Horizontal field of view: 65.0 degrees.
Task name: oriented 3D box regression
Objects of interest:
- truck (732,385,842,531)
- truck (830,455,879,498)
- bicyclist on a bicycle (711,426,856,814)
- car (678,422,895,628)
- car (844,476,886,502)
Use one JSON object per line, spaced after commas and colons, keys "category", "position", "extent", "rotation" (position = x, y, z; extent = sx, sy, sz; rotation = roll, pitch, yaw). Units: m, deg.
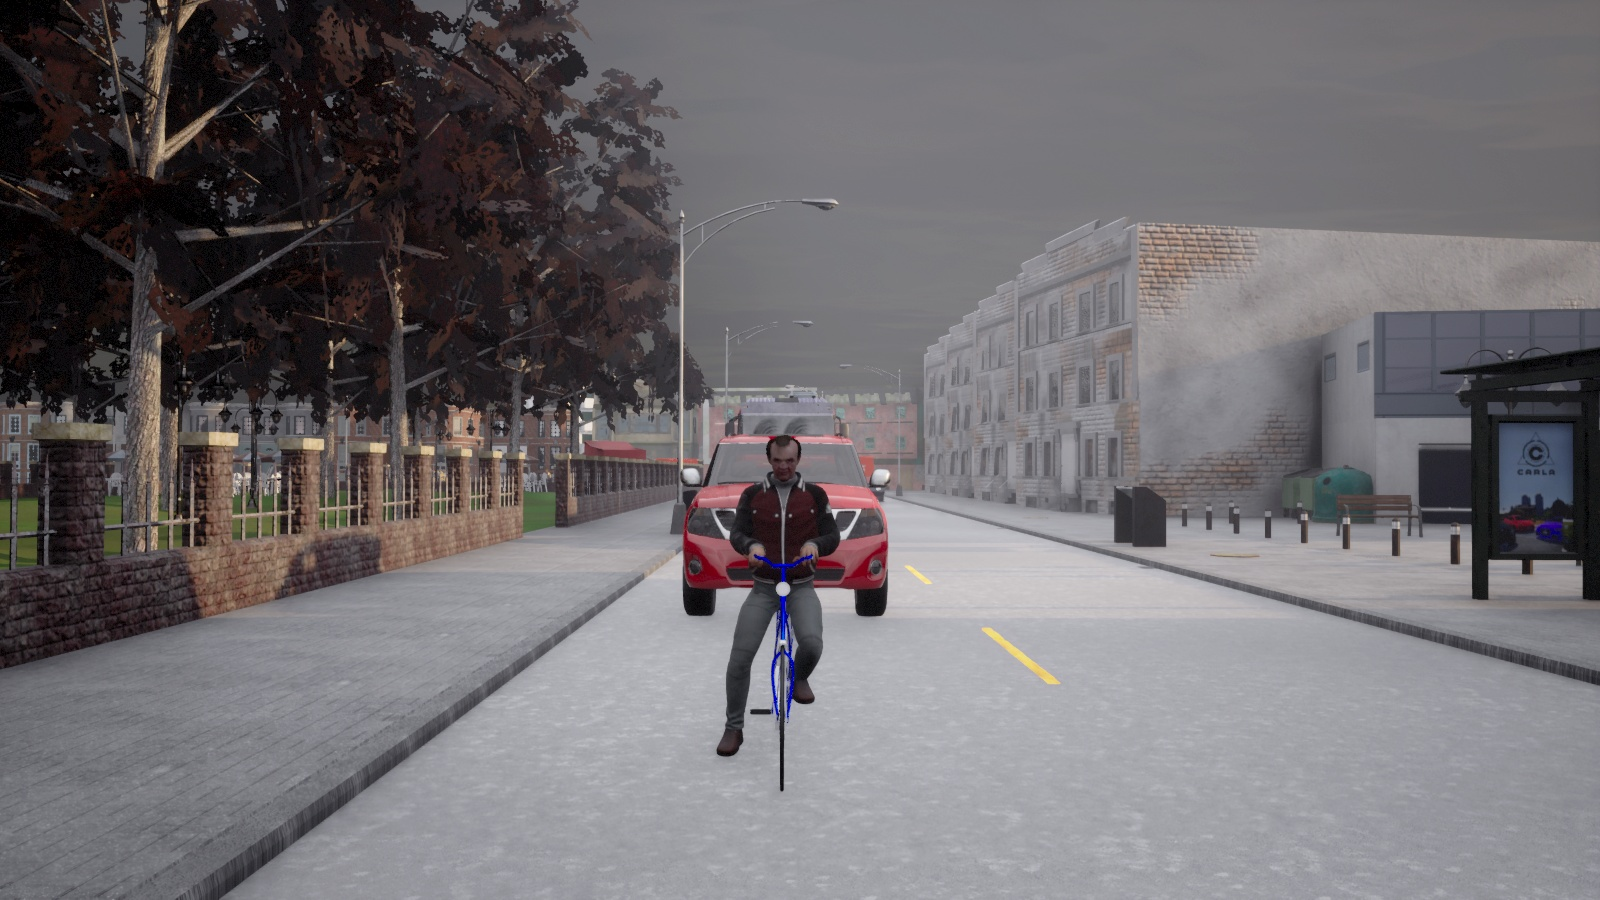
{"category": "truck", "position": [-0.389, 0.278, 37.431], "extent": [2.891, 3.827, 8.468], "rotation": [0, -1, -1]}
{"category": "truck", "position": [3.196, 1.574, 75.182], "extent": [2.627, 2.467, 5.204], "rotation": [0, -1, -1]}
{"category": "bicyclist on a bicycle", "position": [-0.083, 0.798, 6.689], "extent": [0.659, 1.776, 1.843], "rotation": [0, -1, -1]}
{"category": "car", "position": [-0.171, 0.791, 15.308], "extent": [2.150, 2.045, 5.566], "rotation": [0, -1, -1]}
{"category": "car", "position": [3.312, 1.989, 64.916], "extent": [1.895, 1.301, 4.718], "rotation": [0, -1, -1]}
